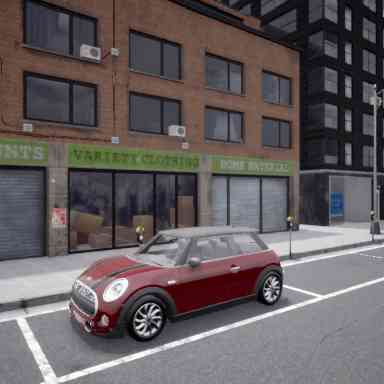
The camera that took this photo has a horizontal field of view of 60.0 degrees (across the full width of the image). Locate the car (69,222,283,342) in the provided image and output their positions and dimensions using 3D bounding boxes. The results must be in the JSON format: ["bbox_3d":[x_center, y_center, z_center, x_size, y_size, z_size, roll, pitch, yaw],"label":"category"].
[{"bbox_3d":[-0.174,1.440,6.401,4.097,1.590,1.967,0,0,-35],"label":"car"}]
